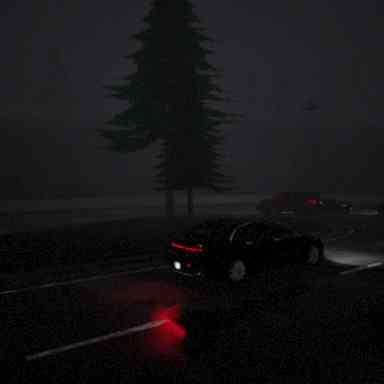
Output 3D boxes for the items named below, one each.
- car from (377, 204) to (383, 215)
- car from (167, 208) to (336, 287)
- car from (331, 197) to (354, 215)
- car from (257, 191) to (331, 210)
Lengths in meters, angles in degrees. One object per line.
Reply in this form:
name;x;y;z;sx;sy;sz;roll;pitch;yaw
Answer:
car;16.814;1.155;25.983;1.812;1.442;4.674;0;0;-17
car;1.650;1.417;9.165;4.892;1.490;1.837;-1;1;-35
car;11.510;1.183;28.766;1.812;1.442;4.674;0;0;-36
car;8.077;0.920;27.598;2.150;2.045;5.566;0;0;-43
